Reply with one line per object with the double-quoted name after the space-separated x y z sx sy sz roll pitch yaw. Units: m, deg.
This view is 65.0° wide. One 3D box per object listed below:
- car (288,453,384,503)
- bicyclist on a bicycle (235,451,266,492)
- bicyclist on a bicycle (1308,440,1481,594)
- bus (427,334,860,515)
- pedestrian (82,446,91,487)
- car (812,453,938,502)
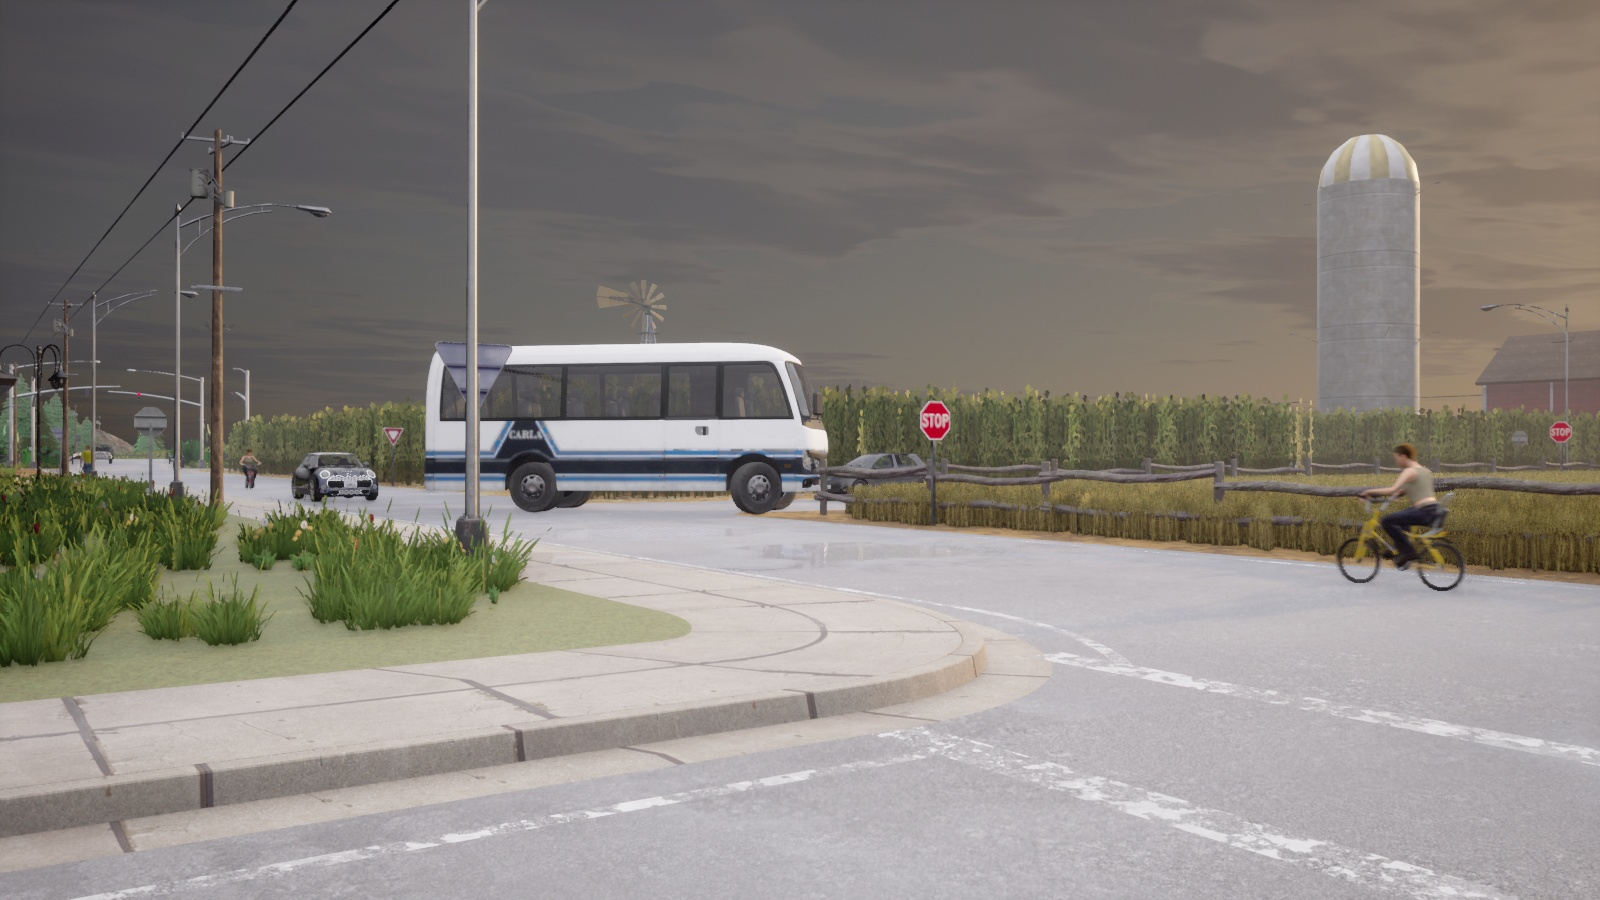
-14.474 0.836 39.057 1.970 1.475 3.806 0 0 -34 "car"
-21.951 0.850 50.136 0.866 1.612 1.509 0 0 -34 "bicyclist on a bicycle"
6.621 0.702 14.038 0.866 1.612 1.509 0 0 -34 "bicyclist on a bicycle"
-3.821 -0.553 32.184 10.273 4.253 3.944 0 0 9 "bus"
-31.470 0.722 55.384 0.354 1.836 0.706 0 0 -29 "pedestrian"
2.392 0.852 40.052 3.633 1.501 1.845 0 0 -34 "car"
